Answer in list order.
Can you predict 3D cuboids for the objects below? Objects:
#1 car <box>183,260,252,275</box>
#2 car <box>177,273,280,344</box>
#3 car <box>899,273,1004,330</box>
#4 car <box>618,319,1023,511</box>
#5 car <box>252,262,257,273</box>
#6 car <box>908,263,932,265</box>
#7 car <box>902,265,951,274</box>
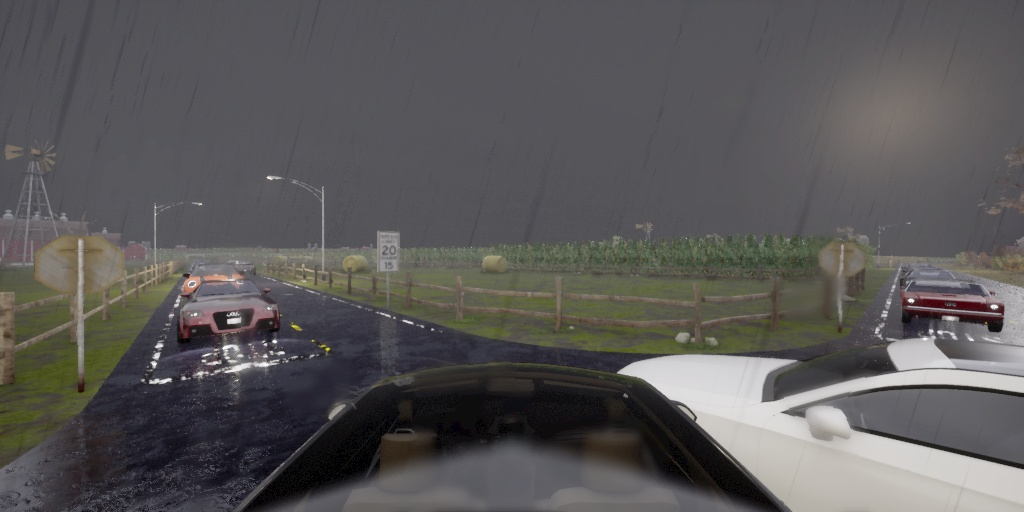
[{"bbox_3d":[-13.613,1.133,16.461,2.097,1.767,4.553,0,0,-41],"label":"car"},{"bbox_3d":[-7.879,1.351,9.940,1.994,1.385,4.181,0,0,-42],"label":"car"},{"bbox_3d":[13.589,1.390,11.276,4.718,1.301,1.895,0,1,-43],"label":"car"},{"bbox_3d":[2.851,1.293,2.283,1.812,1.442,4.674,0,1,-44],"label":"car"},{"bbox_3d":[-26.753,1.266,35.776,2.128,1.511,4.902,0,0,-41],"label":"car"},{"bbox_3d":[27.504,1.383,24.004,4.181,1.385,1.994,0,1,-42],"label":"car"},{"bbox_3d":[20.709,1.350,17.793,5.357,1.411,2.033,0,1,-42],"label":"car"}]
